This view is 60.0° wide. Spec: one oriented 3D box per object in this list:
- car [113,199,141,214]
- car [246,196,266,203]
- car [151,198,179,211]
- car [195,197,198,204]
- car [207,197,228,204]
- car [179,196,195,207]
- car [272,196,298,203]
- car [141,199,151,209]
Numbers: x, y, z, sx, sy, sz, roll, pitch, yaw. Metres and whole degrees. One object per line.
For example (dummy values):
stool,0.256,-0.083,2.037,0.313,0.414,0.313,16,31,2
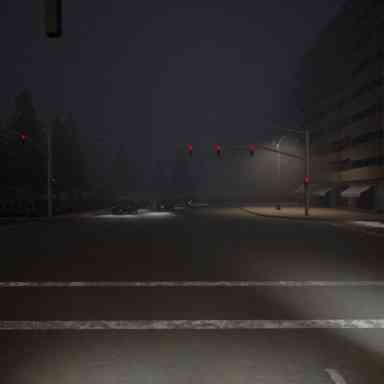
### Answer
car,-6.955,1.526,35.051,1.812,1.442,4.674,0,0,2
car,13.138,1.477,68.040,5.008,1.535,1.882,0,0,-41
car,-3.219,1.491,40.634,2.128,1.511,4.902,0,0,4
car,-0.696,1.492,62.064,2.128,1.511,4.902,0,0,31
car,4.929,1.601,64.225,1.895,1.301,4.718,0,0,37
car,-1.719,1.547,51.080,2.033,1.411,5.357,0,0,16
car,18.502,1.478,67.553,5.008,1.535,1.882,0,0,-33
car,-6.331,1.601,44.865,1.895,1.301,4.718,0,0,6
